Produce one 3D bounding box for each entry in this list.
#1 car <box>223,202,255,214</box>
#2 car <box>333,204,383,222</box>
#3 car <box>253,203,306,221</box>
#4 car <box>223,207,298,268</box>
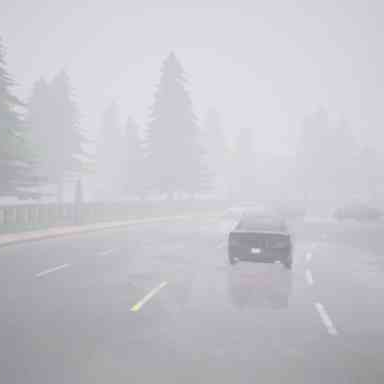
[{"bbox_3d":[4.593,1.569,28.408,1.812,1.442,4.674,0,0,43],"label":"car"},{"bbox_3d":[13.723,1.666,27.424,5.357,1.411,2.033,0,0,-39],"label":"car"},{"bbox_3d":[7.075,1.664,26.098,1.895,1.301,4.718,0,0,43],"label":"car"},{"bbox_3d":[2.581,1.501,11.641,1.882,1.535,5.008,0,0,19],"label":"car"}]
